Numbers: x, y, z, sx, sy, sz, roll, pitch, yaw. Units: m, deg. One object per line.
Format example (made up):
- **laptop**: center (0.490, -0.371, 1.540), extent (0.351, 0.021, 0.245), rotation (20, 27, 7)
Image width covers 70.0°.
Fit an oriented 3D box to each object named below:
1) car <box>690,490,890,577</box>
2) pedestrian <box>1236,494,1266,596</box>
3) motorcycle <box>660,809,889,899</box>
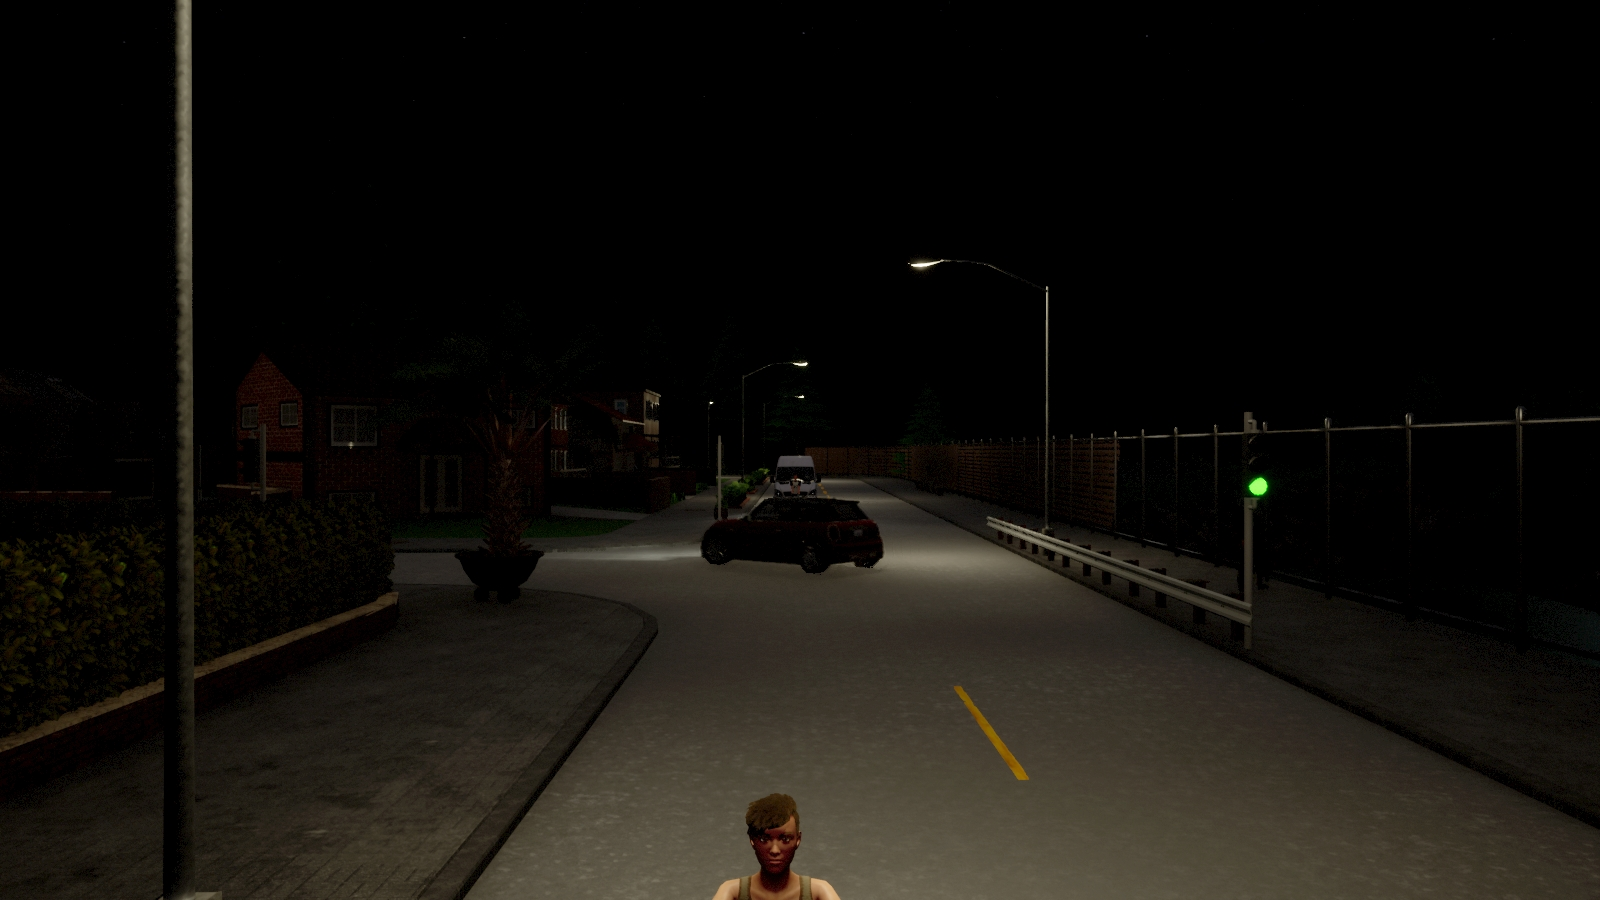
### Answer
- **car**: center (-0.302, 1.916, 27.474), extent (4.553, 1.767, 2.097), rotation (0, 0, 41)
- **pedestrian**: center (8.376, 1.752, 21.232), extent (0.375, 1.860, 0.375), rotation (0, 0, -11)
- **motorcycle**: center (-0.084, 2.157, 3.590), extent (0.764, 1.307, 2.356), rotation (0, 0, -1)
